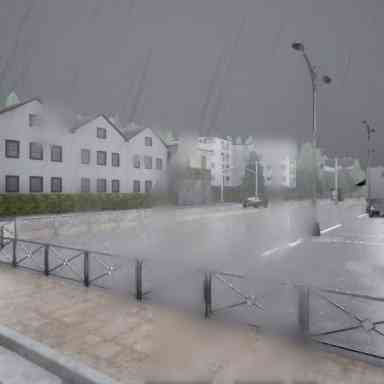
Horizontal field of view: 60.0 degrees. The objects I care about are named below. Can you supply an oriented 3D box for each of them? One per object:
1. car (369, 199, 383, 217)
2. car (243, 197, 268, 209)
[{"bbox_3d":[15.516,1.298,26.748,2.007,1.523,4.514,0,0,35],"label":"car"},{"bbox_3d":[8.138,1.334,42.783,1.812,1.442,4.674,0,0,36],"label":"car"}]
